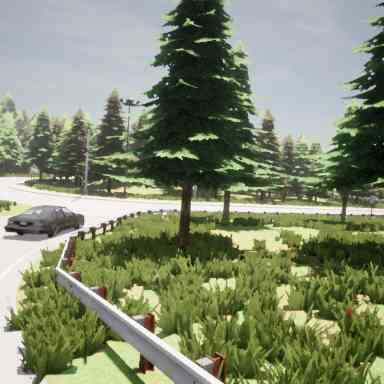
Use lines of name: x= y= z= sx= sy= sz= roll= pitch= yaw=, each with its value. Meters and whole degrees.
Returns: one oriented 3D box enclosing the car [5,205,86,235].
car: x=-7.378 y=1.407 z=17.386 sx=2.033 sy=1.411 sz=5.357 roll=4 pitch=1 yaw=4
